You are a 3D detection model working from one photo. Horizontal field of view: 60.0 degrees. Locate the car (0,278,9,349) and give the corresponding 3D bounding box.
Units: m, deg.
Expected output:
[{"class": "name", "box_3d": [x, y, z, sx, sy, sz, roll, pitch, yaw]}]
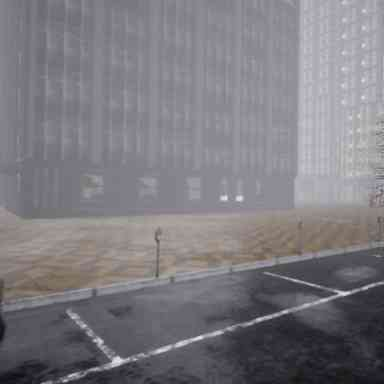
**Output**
[{"class": "car", "box_3d": [-4.339, 1.548, 3.455, 4.313, 1.339, 1.947, 1, 0, -35]}]
